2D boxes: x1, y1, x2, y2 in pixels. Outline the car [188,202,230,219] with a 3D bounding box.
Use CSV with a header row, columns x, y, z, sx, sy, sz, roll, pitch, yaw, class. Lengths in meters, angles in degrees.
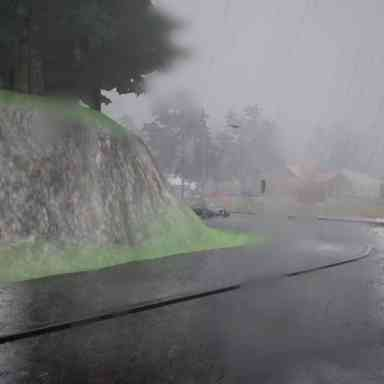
x,y,z,sx,sy,sz,roll,pitch,yaw,class
1.422,1.563,29.400,1.994,1.385,4.181,0,0,-35,car
